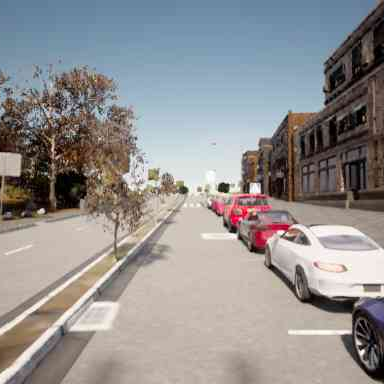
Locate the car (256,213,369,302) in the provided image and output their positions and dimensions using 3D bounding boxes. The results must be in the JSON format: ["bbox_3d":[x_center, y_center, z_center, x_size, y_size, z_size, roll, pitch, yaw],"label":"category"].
[{"bbox_3d":[3.051,1.461,7.932,2.002,1.452,4.674,0,0,0],"label":"car"}]

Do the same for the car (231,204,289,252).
[{"bbox_3d":[3.050,1.448,13.511,2.163,1.488,4.792,0,0,0],"label":"car"}]

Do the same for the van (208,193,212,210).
[{"bbox_3d":[3.050,1.147,35.783,1.878,1.987,4.442,0,0,0],"label":"van"}]

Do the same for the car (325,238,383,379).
[{"bbox_3d":[3.049,1.452,2.416,2.163,1.488,4.792,0,0,0],"label":"car"}]

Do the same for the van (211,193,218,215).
[{"bbox_3d":[3.050,1.163,30.236,1.878,1.987,4.442,0,0,0],"label":"van"}]

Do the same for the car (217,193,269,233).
[{"bbox_3d":[3.051,1.160,19.055,2.435,2.045,5.566,0,0,0],"label":"car"}]
